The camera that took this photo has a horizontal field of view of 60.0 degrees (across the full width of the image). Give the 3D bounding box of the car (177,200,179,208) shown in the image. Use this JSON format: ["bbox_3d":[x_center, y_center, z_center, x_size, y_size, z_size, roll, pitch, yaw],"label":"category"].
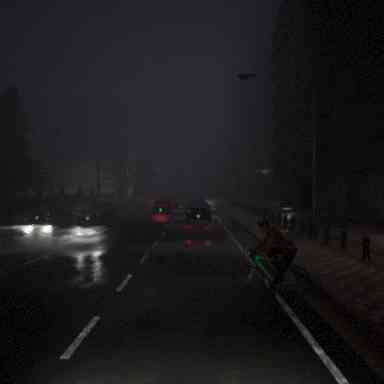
[{"bbox_3d":[-2.730,1.445,42.291,1.994,1.385,4.181,0,0,1],"label":"car"}]

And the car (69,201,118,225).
[{"bbox_3d":[-6.651,1.425,23.817,2.128,1.511,4.902,0,0,1],"label":"car"}]

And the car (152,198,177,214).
[{"bbox_3d":[-2.881,1.410,33.381,1.837,1.490,4.892,0,0,1],"label":"car"}]

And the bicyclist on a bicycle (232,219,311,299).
[{"bbox_3d":[1.640,1.395,6.872,1.656,1.620,0.582,0,0,1],"label":"bicyclist on a bicycle"}]

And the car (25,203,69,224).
[{"bbox_3d":[-10.154,1.496,23.858,1.994,1.385,4.181,0,0,1],"label":"car"}]

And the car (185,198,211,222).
[{"bbox_3d":[0.481,1.455,25.105,1.812,1.442,4.674,0,0,1],"label":"car"}]
